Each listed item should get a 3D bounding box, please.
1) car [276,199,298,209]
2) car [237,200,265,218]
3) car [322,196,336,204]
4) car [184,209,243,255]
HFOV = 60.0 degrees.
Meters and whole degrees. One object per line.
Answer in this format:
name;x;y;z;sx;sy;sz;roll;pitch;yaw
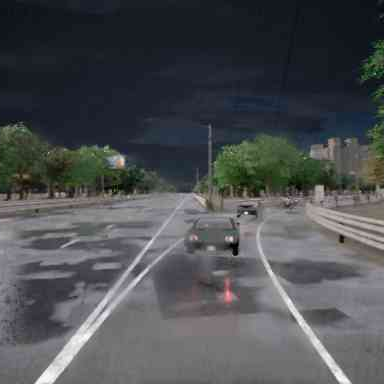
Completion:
car;13.420;1.597;46.474;1.895;1.301;4.718;0;0;33
car;5.336;1.510;30.018;1.837;1.490;4.892;-1;0;20
car;24.712;1.472;60.619;2.128;1.511;4.902;0;0;43
car;0.994;1.602;13.404;1.895;1.301;4.718;0;0;9
